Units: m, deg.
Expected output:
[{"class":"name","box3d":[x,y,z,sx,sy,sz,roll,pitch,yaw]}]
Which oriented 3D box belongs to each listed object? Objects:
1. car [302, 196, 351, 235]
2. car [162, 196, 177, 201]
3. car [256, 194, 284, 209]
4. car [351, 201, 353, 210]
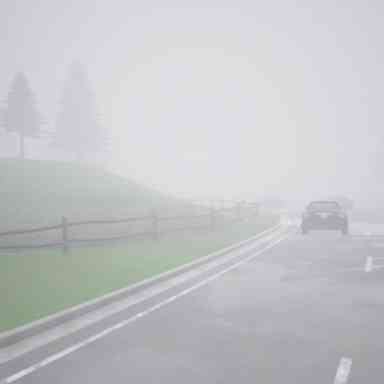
[{"class":"car","box3d":[7.115,1.154,17.667,2.097,1.767,4.553,-2,0,25]},{"class":"car","box3d":[-6.053,1.731,88.045,2.128,1.511,4.902,-2,0,-42]},{"class":"car","box3d":[9.578,1.085,41.454,2.097,1.767,4.553,-2,0,-10]},{"class":"car","box3d":[13.945,1.095,32.469,2.128,1.511,4.902,-1,0,2]}]
